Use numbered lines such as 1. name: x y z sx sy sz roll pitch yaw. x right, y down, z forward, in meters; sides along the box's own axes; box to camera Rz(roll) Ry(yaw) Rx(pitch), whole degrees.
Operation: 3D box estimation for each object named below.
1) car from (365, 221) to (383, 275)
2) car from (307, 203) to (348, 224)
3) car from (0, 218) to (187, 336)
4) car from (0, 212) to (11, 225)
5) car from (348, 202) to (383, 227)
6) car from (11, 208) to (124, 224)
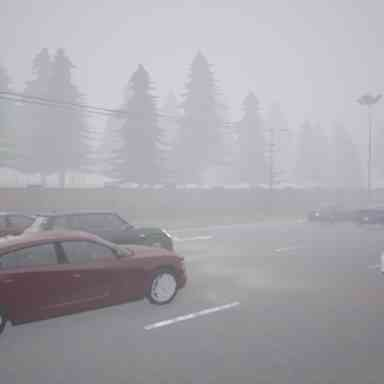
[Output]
1. car: 6.536 1.495 8.403 4.674 1.442 1.812 0 0 -35
2. car: 10.225 1.496 23.928 4.181 1.385 1.994 0 0 -35
3. car: -2.402 1.473 6.334 5.008 1.535 1.882 0 0 -35
4. car: -6.425 1.473 12.063 5.008 1.535 1.882 0 0 -35
5. car: 12.360 1.410 21.151 5.008 1.535 1.882 0 0 -35
6. car: -2.824 1.341 10.328 4.553 1.767 2.097 0 0 -35
